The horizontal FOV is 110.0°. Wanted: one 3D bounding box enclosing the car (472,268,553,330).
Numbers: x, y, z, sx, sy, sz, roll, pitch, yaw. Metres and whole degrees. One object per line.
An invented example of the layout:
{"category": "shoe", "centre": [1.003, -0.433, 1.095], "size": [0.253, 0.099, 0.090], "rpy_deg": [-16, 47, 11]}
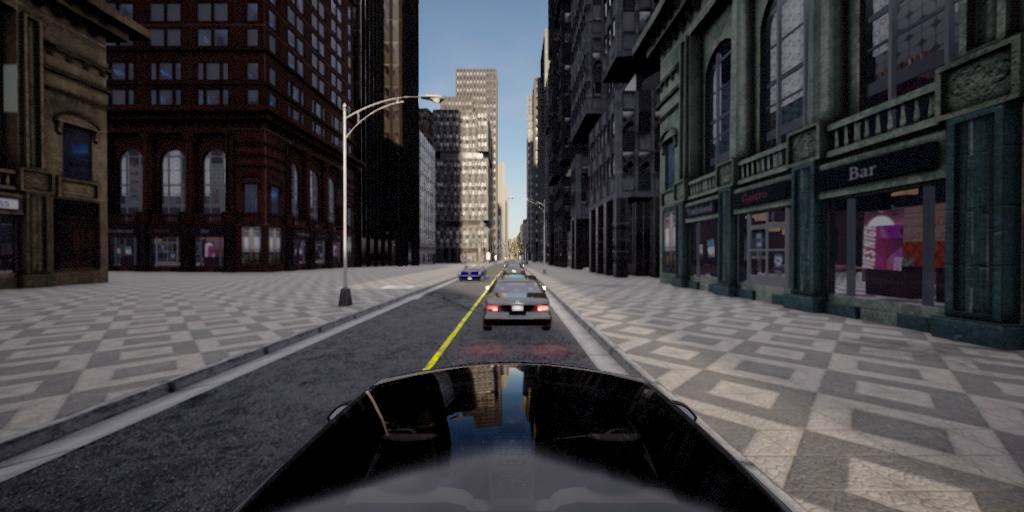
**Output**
{"category": "car", "centre": [0.127, 1.277, 10.956], "size": [2.033, 1.411, 5.357], "rpy_deg": [0, 0, 0]}

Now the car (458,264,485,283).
{"category": "car", "centre": [-3.028, 1.311, 27.973], "size": [1.895, 1.301, 4.718], "rpy_deg": [0, 0, 0]}

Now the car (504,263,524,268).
{"category": "car", "centre": [0.187, 1.276, 32.602], "size": [1.994, 1.385, 4.181], "rpy_deg": [0, 0, 0]}
